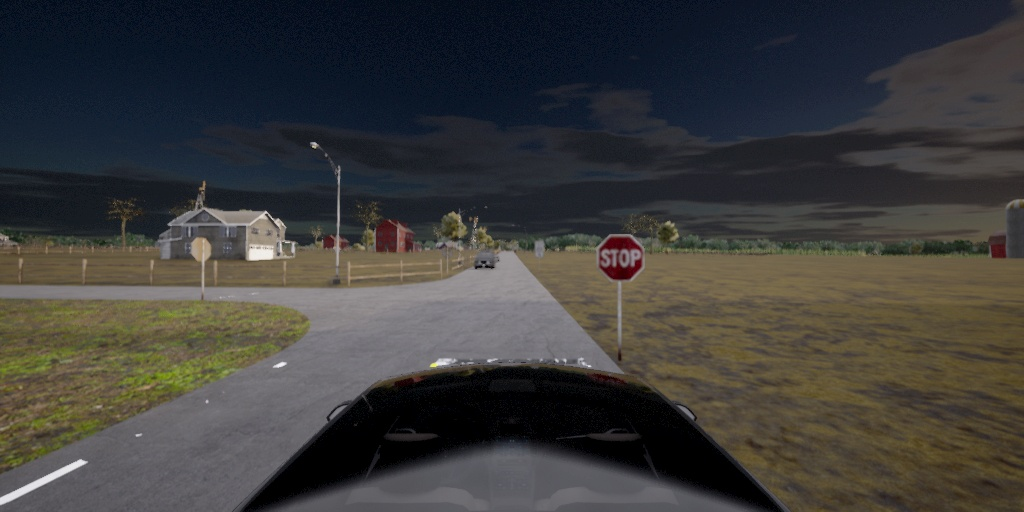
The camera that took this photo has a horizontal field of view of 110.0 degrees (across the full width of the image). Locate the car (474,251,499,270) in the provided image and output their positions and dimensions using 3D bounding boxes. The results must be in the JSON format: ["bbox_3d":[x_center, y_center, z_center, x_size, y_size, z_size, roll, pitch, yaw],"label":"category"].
[{"bbox_3d":[-2.911,0.497,39.525,2.150,2.045,5.566,0,3,0],"label":"car"}]
